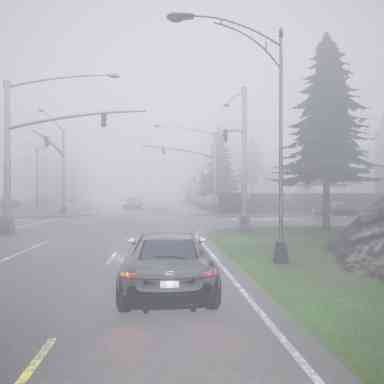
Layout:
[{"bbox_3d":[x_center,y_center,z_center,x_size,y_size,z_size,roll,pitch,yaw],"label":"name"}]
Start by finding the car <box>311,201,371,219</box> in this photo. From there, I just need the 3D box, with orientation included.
[{"bbox_3d":[12.682,1.491,28.391,4.902,1.511,2.128,0,0,-7],"label":"car"}]

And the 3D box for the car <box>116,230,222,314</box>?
[{"bbox_3d":[-0.567,1.564,7.743,1.994,1.385,4.181,0,0,-5],"label":"car"}]

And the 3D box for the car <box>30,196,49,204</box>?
[{"bbox_3d":[-25.960,1.384,56.712,1.970,1.475,3.806,0,0,-5],"label":"car"}]

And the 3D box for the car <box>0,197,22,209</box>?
[{"bbox_3d":[-21.376,1.339,38.426,2.007,1.523,4.514,0,0,-5],"label":"car"}]

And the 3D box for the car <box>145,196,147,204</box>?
[{"bbox_3d":[-8.601,1.564,52.974,1.994,1.385,4.181,0,0,-5],"label":"car"}]

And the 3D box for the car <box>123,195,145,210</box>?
[{"bbox_3d":[-7.660,1.352,43.125,2.097,1.767,4.553,0,0,-5],"label":"car"}]

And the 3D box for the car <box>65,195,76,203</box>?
[{"bbox_3d":[-23.631,1.374,64.362,1.845,1.501,3.633,0,0,-5],"label":"car"}]
